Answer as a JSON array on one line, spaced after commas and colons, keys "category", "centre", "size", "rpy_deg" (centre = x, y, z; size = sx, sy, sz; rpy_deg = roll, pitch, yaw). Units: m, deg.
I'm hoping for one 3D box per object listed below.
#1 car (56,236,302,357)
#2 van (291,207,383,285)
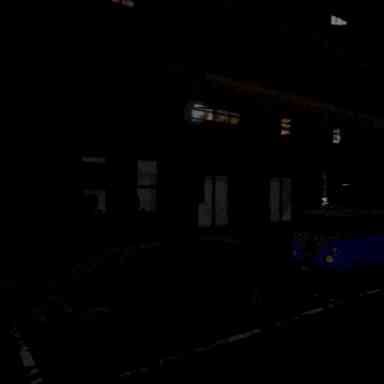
[{"category": "car", "centre": [-0.169, 1.566, 5.950], "size": [4.206, 1.307, 1.802], "rpy_deg": [0, 1, -35]}, {"category": "van", "centre": [4.455, 1.324, 9.179], "size": [3.998, 1.788, 1.690], "rpy_deg": [0, 1, -35]}]
